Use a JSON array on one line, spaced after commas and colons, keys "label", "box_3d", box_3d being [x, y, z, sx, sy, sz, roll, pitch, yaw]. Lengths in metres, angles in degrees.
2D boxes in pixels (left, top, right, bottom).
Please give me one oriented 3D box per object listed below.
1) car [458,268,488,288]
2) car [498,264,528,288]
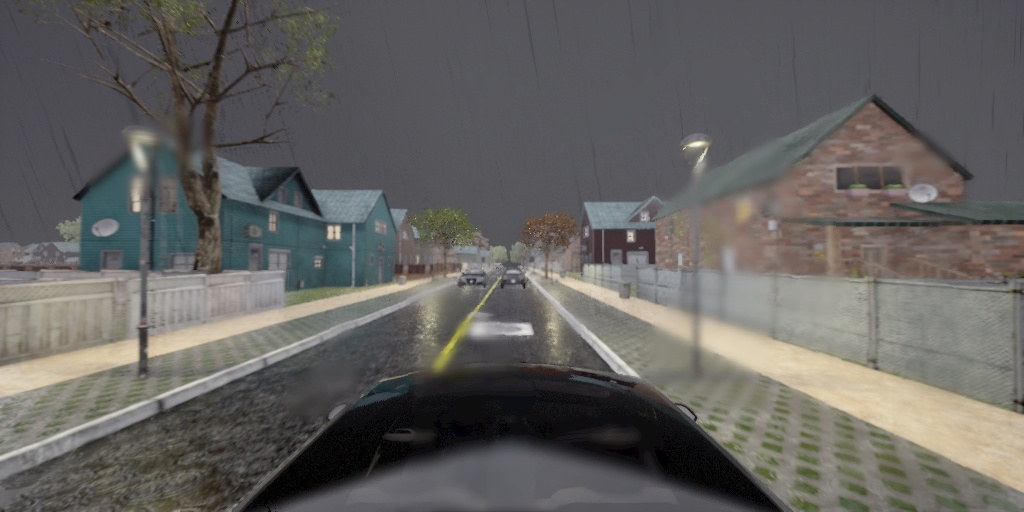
[{"label": "car", "box_3d": [-2.857, 1.627, 27.191, 1.994, 1.385, 4.181, 0, -1, 0]}, {"label": "car", "box_3d": [0.085, 1.588, 27.054, 1.812, 1.442, 4.674, 0, -1, 0]}]
